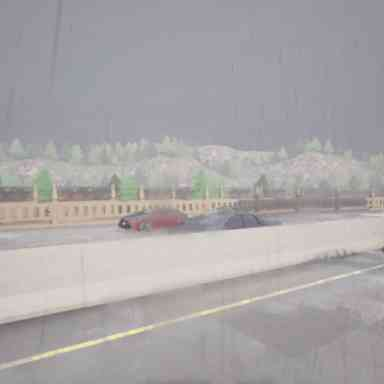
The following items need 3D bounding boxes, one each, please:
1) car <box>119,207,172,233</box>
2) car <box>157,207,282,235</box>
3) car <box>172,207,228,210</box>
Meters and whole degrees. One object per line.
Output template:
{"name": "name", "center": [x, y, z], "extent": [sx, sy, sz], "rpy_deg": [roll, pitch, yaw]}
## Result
{"name": "car", "center": [-2.142, 1.565, 19.627], "extent": [4.181, 1.385, 1.994], "rpy_deg": [0, 0, -35]}
{"name": "car", "center": [1.511, 1.548, 13.665], "extent": [5.357, 1.411, 2.033], "rpy_deg": [0, 0, -36]}
{"name": "car", "center": [1.846, 1.548, 18.190], "extent": [5.357, 1.411, 2.033], "rpy_deg": [0, 0, -36]}
